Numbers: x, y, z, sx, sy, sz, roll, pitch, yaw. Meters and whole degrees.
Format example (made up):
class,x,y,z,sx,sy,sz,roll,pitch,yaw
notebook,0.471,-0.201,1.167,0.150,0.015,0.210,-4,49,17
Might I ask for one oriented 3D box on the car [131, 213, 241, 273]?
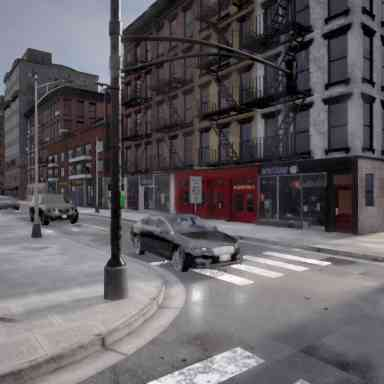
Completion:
class,x,y,z,sx,sy,sz,roll,pitch,yaw
car,-0.430,1.483,10.944,2.128,1.511,4.902,0,0,-33

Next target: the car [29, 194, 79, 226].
class,x,y,z,sx,sy,sz,roll,pitch,yaw
car,-9.926,1.180,23.622,2.150,2.045,5.566,0,1,-38

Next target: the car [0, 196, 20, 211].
class,x,y,z,sx,sy,sz,roll,pitch,yaw
car,-21.556,1.281,38.815,2.097,1.767,4.553,0,0,-37
